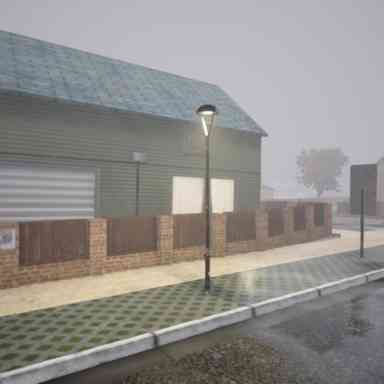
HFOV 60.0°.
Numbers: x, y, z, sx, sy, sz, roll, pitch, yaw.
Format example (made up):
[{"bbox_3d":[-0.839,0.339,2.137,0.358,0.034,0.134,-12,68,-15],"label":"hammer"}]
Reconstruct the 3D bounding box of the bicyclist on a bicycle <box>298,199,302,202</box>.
[{"bbox_3d":[10.254,1.488,31.682,1.656,1.620,0.582,1,-1,-34],"label":"bicyclist on a bicycle"}]
